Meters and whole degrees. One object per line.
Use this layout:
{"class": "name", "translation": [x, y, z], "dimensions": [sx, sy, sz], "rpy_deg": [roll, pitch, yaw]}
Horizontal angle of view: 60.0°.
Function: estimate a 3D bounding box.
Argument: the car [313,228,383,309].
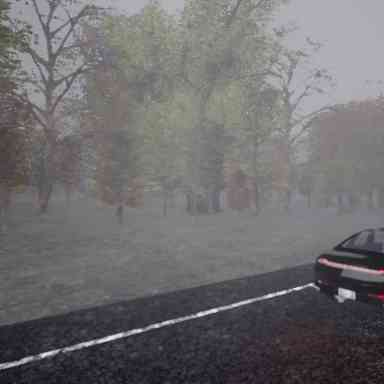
{"class": "car", "translation": [4.592, 1.511, 7.028], "dimensions": [4.902, 1.511, 2.128], "rpy_deg": [0, 0, -36]}
